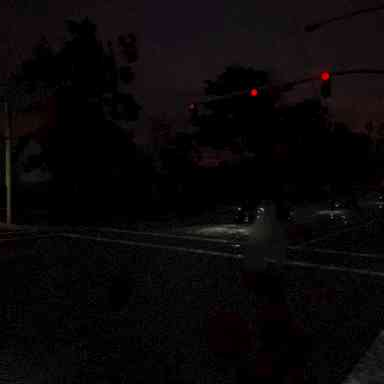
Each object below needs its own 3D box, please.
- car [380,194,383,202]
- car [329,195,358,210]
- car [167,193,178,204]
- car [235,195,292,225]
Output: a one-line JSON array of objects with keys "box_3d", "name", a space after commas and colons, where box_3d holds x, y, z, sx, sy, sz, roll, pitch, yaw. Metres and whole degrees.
[{"box_3d": [30.636, 0.874, 51.729, 1.895, 1.301, 4.718, 0, 1, 41], "name": "car"}, {"box_3d": [15.882, 1.044, 34.713, 2.128, 1.511, 4.902, 0, 1, 41], "name": "car"}, {"box_3d": [-1.210, 0.816, 40.593, 3.806, 1.475, 1.970, 0, 1, 41], "name": "car"}, {"box_3d": [4.734, 1.115, 21.747, 2.097, 1.767, 4.553, 0, 1, 41], "name": "car"}]
